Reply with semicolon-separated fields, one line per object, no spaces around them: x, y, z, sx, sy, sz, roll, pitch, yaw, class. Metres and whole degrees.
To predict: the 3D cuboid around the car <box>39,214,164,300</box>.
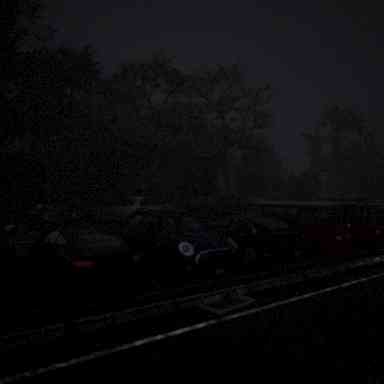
-2.843;1.542;8.504;2.002;1.452;4.674;1;0;-36;car

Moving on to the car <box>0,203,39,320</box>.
-5.104;1.225;6.851;2.435;2.045;5.566;1;0;-36;car

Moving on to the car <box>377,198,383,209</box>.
29.908;1.753;47.851;1.946;1.575;5.366;0;0;-36;car

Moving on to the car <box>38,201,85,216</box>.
-8.573;1.399;20.531;2.185;1.767;4.553;1;0;-36;car

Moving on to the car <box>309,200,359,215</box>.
16.269;1.734;38.294;2.231;1.521;4.892;0;0;-36;car

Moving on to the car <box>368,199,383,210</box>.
27.527;1.782;46.408;2.163;1.488;4.792;0;0;-36;car

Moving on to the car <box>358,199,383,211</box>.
25.285;1.750;44.773;2.231;1.521;4.892;0;0;-36;car

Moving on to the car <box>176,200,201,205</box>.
-1.896;1.599;25.509;1.946;1.575;5.366;1;0;-36;car

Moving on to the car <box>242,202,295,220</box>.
7.219;1.722;31.849;2.163;1.488;4.792;0;0;-36;car

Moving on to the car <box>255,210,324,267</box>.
1.716;1.554;11.767;2.231;1.521;4.892;1;0;-36;car

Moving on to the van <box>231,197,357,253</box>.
3.924;1.353;13.502;1.878;1.987;4.442;1;0;-36;van

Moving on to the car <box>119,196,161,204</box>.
-4.058;1.325;23.765;2.435;2.045;5.566;1;0;-36;car

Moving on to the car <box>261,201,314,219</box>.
9.515;1.739;33.424;2.163;1.488;4.792;0;0;-36;car

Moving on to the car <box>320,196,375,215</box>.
18.538;1.486;39.893;2.435;2.045;5.566;0;0;-36;car

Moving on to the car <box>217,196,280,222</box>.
4.999;1.422;30.187;2.435;2.045;5.566;0;0;-36;car

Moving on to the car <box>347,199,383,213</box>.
23.030;1.745;43.155;2.097;1.535;5.008;0;0;-36;car

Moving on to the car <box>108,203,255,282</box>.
-0.583;1.402;10.166;2.185;1.767;4.553;1;0;-36;car

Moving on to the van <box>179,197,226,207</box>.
0.401;1.402;27.070;1.878;1.987;4.442;1;0;-36;van

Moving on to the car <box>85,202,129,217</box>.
-6.282;1.580;22.100;2.163;1.488;4.792;1;0;-36;car

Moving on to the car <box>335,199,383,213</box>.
20.774;1.741;41.537;2.097;1.535;5.008;0;0;-36;car

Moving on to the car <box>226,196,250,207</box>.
2.709;1.401;28.616;2.435;2.045;5.566;1;0;-36;car

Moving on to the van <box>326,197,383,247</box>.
6.202;1.379;15.135;1.878;1.987;4.442;1;0;-36;van
